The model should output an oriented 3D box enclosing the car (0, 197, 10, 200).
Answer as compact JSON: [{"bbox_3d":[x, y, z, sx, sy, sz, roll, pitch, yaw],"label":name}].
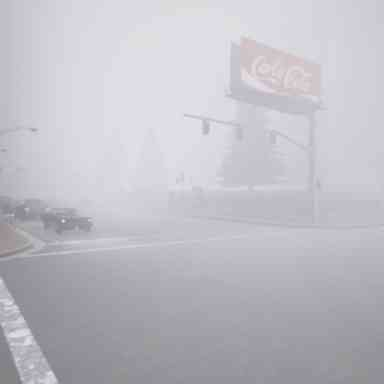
[{"bbox_3d":[-25.059,1.411,44.346,2.097,1.767,4.553,1,0,-35],"label":"car"}]

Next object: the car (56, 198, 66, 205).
[{"bbox_3d":[-22.148,1.687,52.533,2.033,1.411,5.357,1,0,-36],"label":"car"}]

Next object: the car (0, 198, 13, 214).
[{"bbox_3d":[-19.169,1.623,36.110,1.994,1.385,4.181,1,0,-36],"label":"car"}]

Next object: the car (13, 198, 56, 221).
[{"bbox_3d":[-13.375,1.412,28.081,2.097,1.767,4.553,1,0,-36],"label":"car"}]

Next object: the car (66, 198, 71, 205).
[{"bbox_3d":[-21.519,1.705,57.632,1.812,1.442,4.674,1,0,-37],"label":"car"}]

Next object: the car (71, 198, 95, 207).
[{"bbox_3d":[-16.181,1.685,50.245,1.837,1.490,4.892,1,0,-36],"label":"car"}]

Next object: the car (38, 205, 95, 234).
[{"bbox_3d":[-7.576,1.661,20.039,1.895,1.301,4.718,1,0,-36],"label":"car"}]
